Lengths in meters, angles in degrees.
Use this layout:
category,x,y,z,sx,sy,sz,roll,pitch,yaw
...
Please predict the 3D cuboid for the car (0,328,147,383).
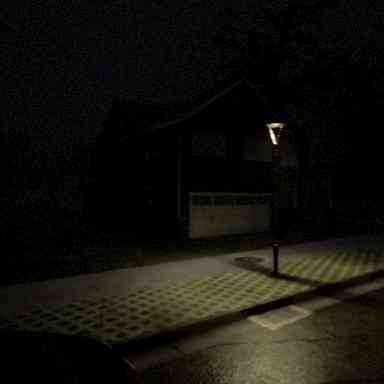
category,x,y,z,sx,sy,sz,roll,pitch,yaw
car,-2.141,1.564,1.544,4.181,1.385,1.994,0,0,-35
